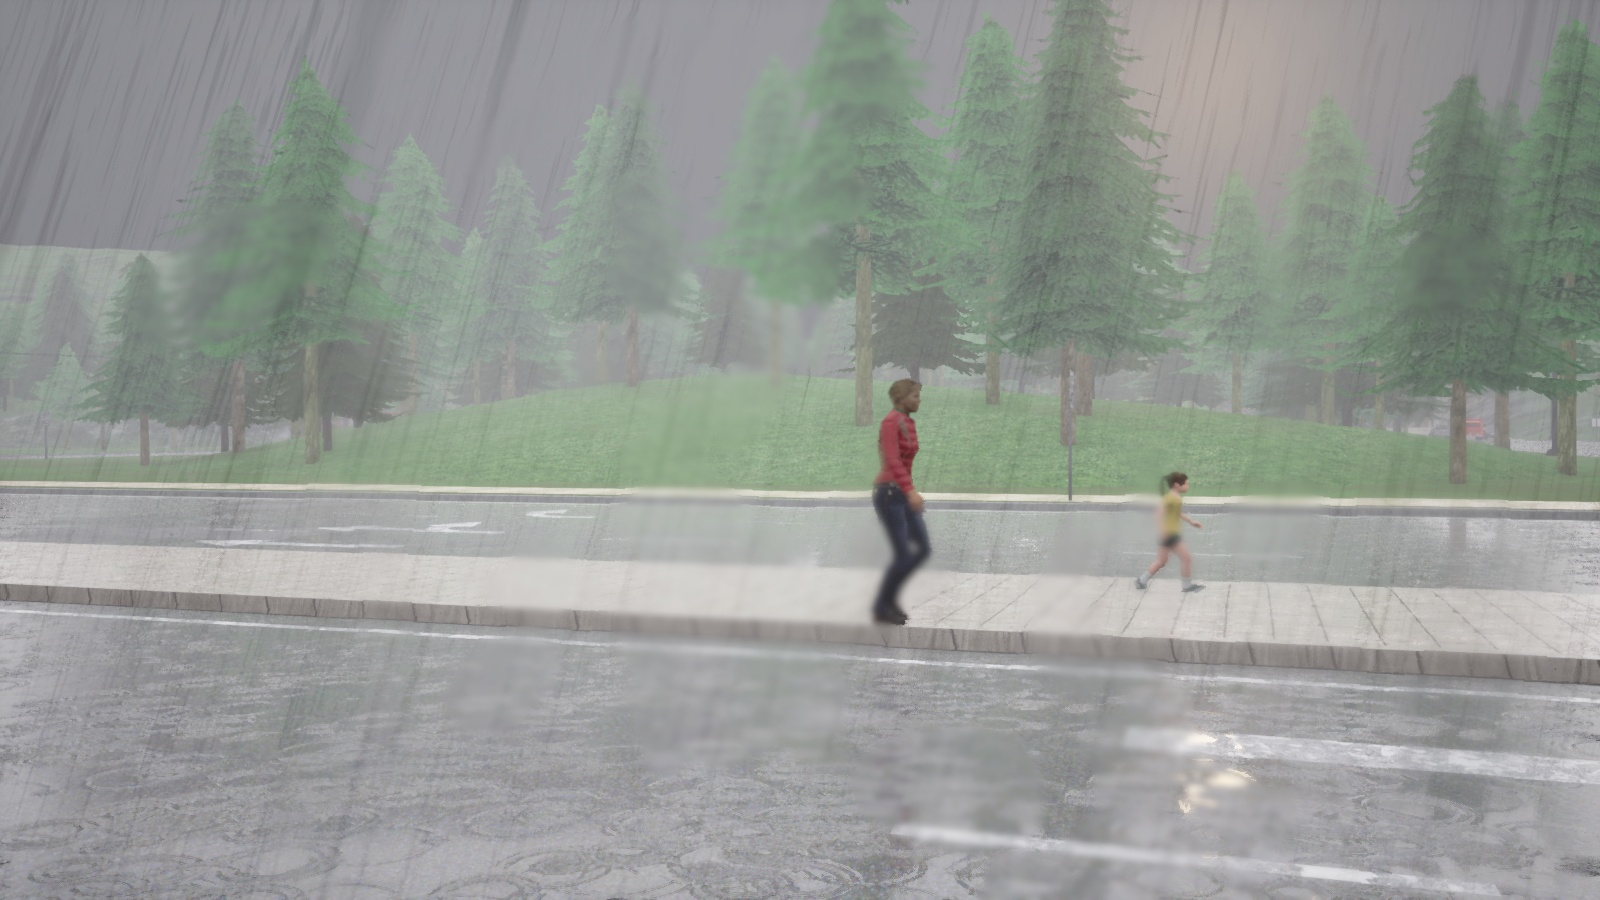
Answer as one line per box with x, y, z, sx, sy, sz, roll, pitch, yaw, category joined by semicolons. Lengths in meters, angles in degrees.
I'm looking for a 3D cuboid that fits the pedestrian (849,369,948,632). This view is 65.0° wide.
0.711;0.348;9.064;0.636;1.846;0.331;1;1;19;pedestrian

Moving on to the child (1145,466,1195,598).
3.206;0.701;10.871;0.394;1.110;0.255;1;1;18;child
